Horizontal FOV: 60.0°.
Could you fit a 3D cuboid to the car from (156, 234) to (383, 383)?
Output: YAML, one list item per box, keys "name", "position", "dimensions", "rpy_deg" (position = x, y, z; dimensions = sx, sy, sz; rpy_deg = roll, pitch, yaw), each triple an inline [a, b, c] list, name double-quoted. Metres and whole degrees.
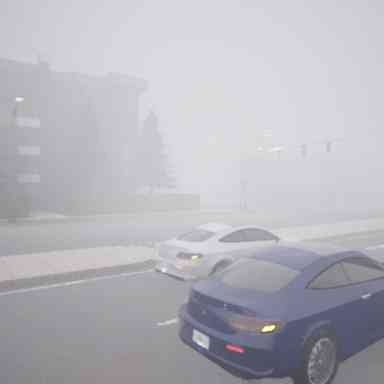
- name: "car"
  position: [1.978, 1.522, 5.179]
  dimensions: [4.674, 1.442, 1.812]
  rpy_deg: [0, 0, -35]

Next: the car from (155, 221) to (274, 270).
- name: "car"
  position: [1.240, 1.520, 8.951]
  dimensions: [4.674, 1.442, 1.812]
  rpy_deg: [0, 0, -35]
